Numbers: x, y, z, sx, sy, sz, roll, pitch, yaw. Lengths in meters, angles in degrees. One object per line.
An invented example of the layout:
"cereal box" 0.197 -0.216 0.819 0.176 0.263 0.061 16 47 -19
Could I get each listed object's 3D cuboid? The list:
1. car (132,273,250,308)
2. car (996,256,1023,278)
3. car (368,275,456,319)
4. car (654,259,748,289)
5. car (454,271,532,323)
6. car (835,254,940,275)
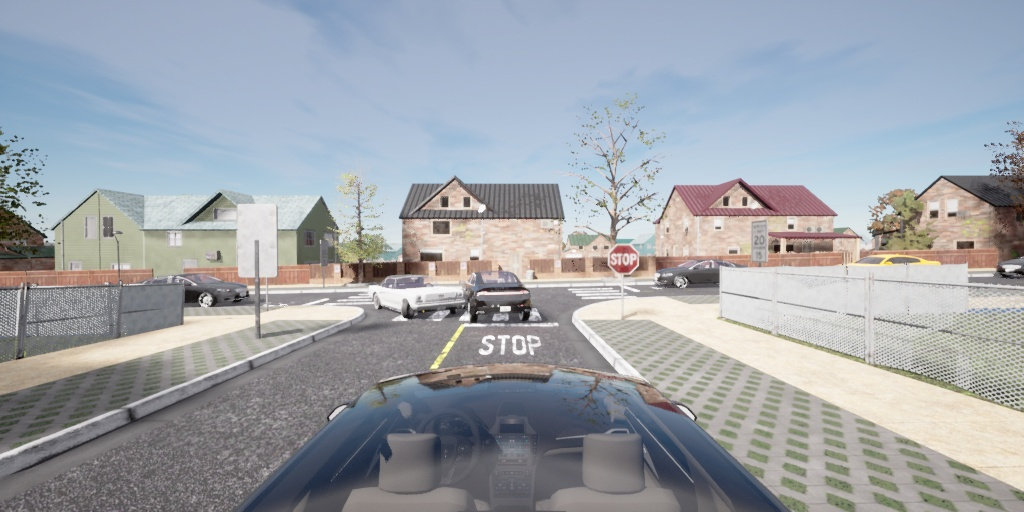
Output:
"car" -14.904 1.566 16.581 4.902 1.511 2.128 -1 1 0
"car" 29.834 0.466 19.716 4.902 1.511 2.128 -1 1 0
"car" -3.604 1.368 13.087 1.895 1.301 4.718 0 0 -38
"car" 10.328 0.926 19.638 4.902 1.511 2.128 -1 1 0
"car" -0.688 1.243 12.228 2.128 1.511 4.902 0 0 -12
"car" 20.336 0.677 19.679 5.008 1.535 1.882 -1 1 0
